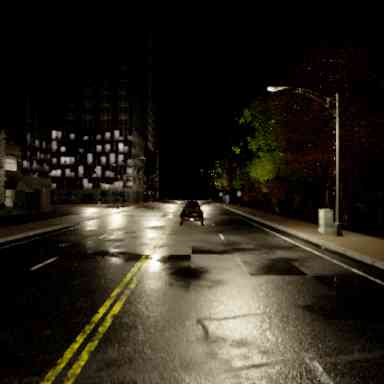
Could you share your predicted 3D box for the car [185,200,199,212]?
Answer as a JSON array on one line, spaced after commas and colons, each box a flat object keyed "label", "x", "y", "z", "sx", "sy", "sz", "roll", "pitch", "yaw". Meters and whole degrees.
[{"label": "car", "x": -0.011, "y": 1.910, "z": 46.767, "sx": 1.882, "sy": 1.535, "sz": 5.008, "roll": 0, "pitch": 0, "yaw": 0}]

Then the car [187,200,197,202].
[{"label": "car", "x": 0.071, "y": 1.850, "z": 36.411, "sx": 1.837, "sy": 1.490, "sz": 4.892, "roll": 0, "pitch": -1, "yaw": 0}]

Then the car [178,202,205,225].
[{"label": "car", "x": -0.010, "y": 1.762, "z": 26.364, "sx": 1.837, "sy": 1.490, "sz": 4.892, "roll": 0, "pitch": -1, "yaw": 0}]
